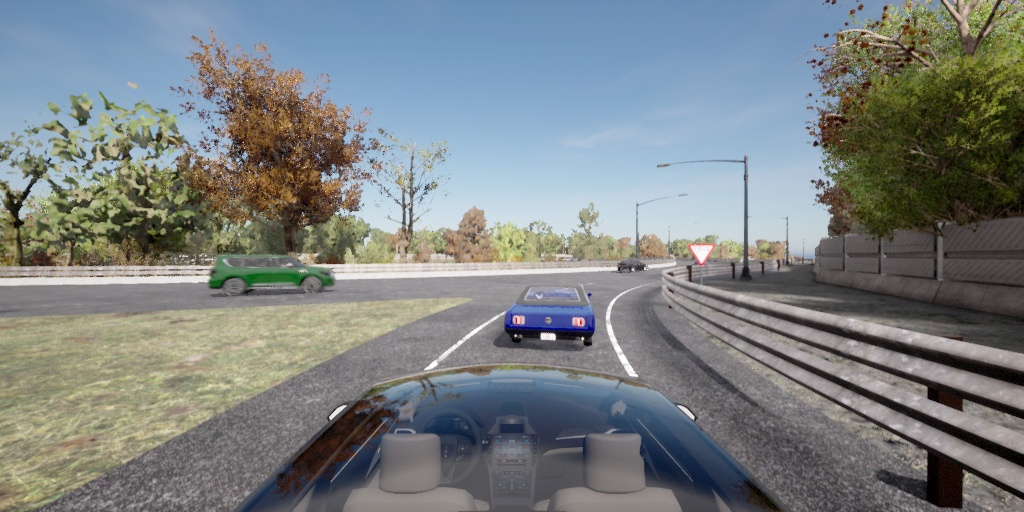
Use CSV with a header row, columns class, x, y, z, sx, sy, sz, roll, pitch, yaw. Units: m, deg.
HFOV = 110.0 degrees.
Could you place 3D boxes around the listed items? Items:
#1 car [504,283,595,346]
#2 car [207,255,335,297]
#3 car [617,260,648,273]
class,x,y,z,sx,sy,sz,roll,pitch,yaw
car,1.148,1.346,9.461,1.895,1.301,4.718,0,0,11
car,-12.377,0.944,18.816,5.566,2.045,2.150,0,0,-22
car,14.672,1.214,43.676,4.892,1.490,1.837,0,1,-42
